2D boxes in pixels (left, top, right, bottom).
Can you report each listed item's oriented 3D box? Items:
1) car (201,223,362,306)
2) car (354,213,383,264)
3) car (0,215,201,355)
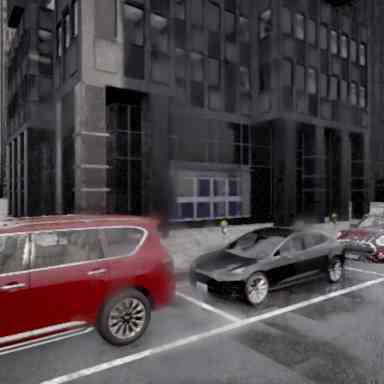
[{"bbox_3d":[1.981,1.574,8.065,4.313,1.339,1.947,0,0,-36],"label":"car"},{"bbox_3d":[6.542,1.455,11.319,4.097,1.590,1.967,0,0,-36],"label":"car"},{"bbox_3d":[-2.579,1.316,4.813,5.009,1.841,2.192,0,0,-36],"label":"car"}]
